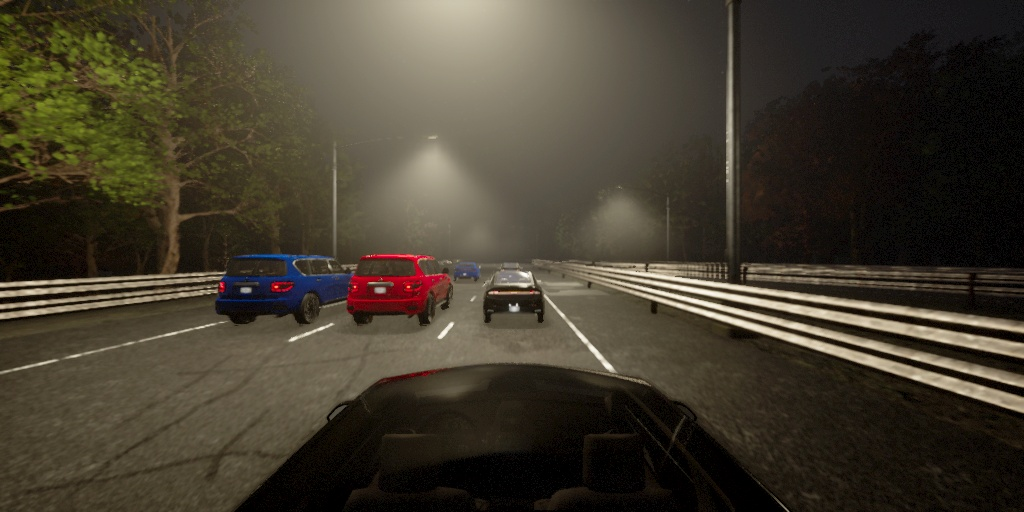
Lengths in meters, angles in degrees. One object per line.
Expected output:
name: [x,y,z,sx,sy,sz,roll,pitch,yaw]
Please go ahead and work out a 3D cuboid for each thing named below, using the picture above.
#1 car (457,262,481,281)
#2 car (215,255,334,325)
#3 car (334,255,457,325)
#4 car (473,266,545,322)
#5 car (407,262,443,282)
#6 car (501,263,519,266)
car: [-3.687,1.279,30.135,1.882,1.535,5.008,0,0,-1]
car: [-6.946,0.987,12.020,2.150,2.045,5.566,0,0,0]
car: [-3.446,0.986,12.011,2.150,2.045,5.566,0,0,0]
car: [0.049,1.256,12.395,2.128,1.511,4.902,0,0,0]
car: [-7.189,1.280,30.174,1.882,1.535,5.008,0,0,-1]
car: [-0.155,1.288,28.471,2.128,1.511,4.902,0,0,-1]
